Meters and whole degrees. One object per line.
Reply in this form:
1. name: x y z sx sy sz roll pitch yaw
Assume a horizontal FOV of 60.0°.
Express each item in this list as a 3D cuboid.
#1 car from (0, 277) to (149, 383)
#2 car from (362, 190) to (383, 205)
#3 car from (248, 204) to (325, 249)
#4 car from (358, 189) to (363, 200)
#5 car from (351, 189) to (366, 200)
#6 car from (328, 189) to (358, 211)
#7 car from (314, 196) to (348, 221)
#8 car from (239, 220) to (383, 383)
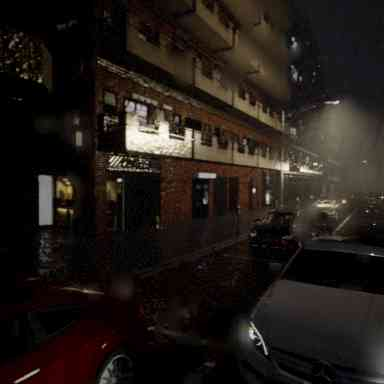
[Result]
1. car: -1.997 1.485 2.586 1.802 1.307 4.206 1 1 29
2. car: 23.847 0.722 43.403 2.097 1.767 4.553 2 1 29
3. car: 3.457 1.315 12.372 2.008 1.369 4.403 1 1 29
4. car: 27.999 0.692 56.409 2.008 1.369 4.403 1 1 29
5. car: 30.727 0.388 61.299 2.192 1.841 5.009 1 1 29
6. car: 14.365 0.801 31.940 2.192 1.841 5.009 1 1 29
7. car: 8.911 1.176 22.158 2.008 1.369 4.403 1 1 29
8. car: 2.238 1.440 4.842 1.812 1.442 4.674 2 1 29
